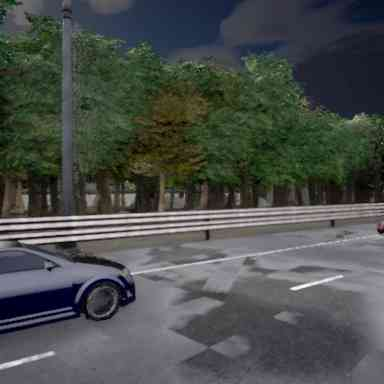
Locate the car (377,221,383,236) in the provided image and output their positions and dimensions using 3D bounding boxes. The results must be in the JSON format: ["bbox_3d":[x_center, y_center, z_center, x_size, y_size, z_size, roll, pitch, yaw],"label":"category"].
[{"bbox_3d":[10.808,1.598,15.767,4.718,1.301,1.895,0,0,-36],"label":"car"}]

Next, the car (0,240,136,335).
[{"bbox_3d":[-3.123,1.563,5.819,4.181,1.385,1.994,0,0,-36],"label":"car"}]
